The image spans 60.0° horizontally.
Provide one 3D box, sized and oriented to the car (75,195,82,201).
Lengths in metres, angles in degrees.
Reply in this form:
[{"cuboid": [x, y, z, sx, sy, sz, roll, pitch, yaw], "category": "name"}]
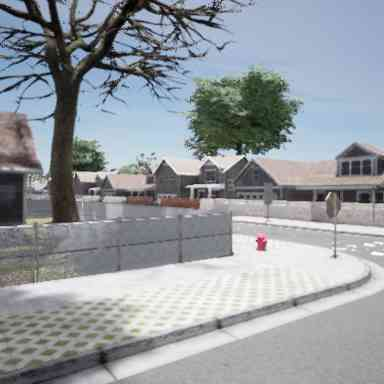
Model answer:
[{"cuboid": [-17.314, 1.405, 47.831, 2.150, 2.045, 5.566, 1, -1, -36], "category": "car"}]
